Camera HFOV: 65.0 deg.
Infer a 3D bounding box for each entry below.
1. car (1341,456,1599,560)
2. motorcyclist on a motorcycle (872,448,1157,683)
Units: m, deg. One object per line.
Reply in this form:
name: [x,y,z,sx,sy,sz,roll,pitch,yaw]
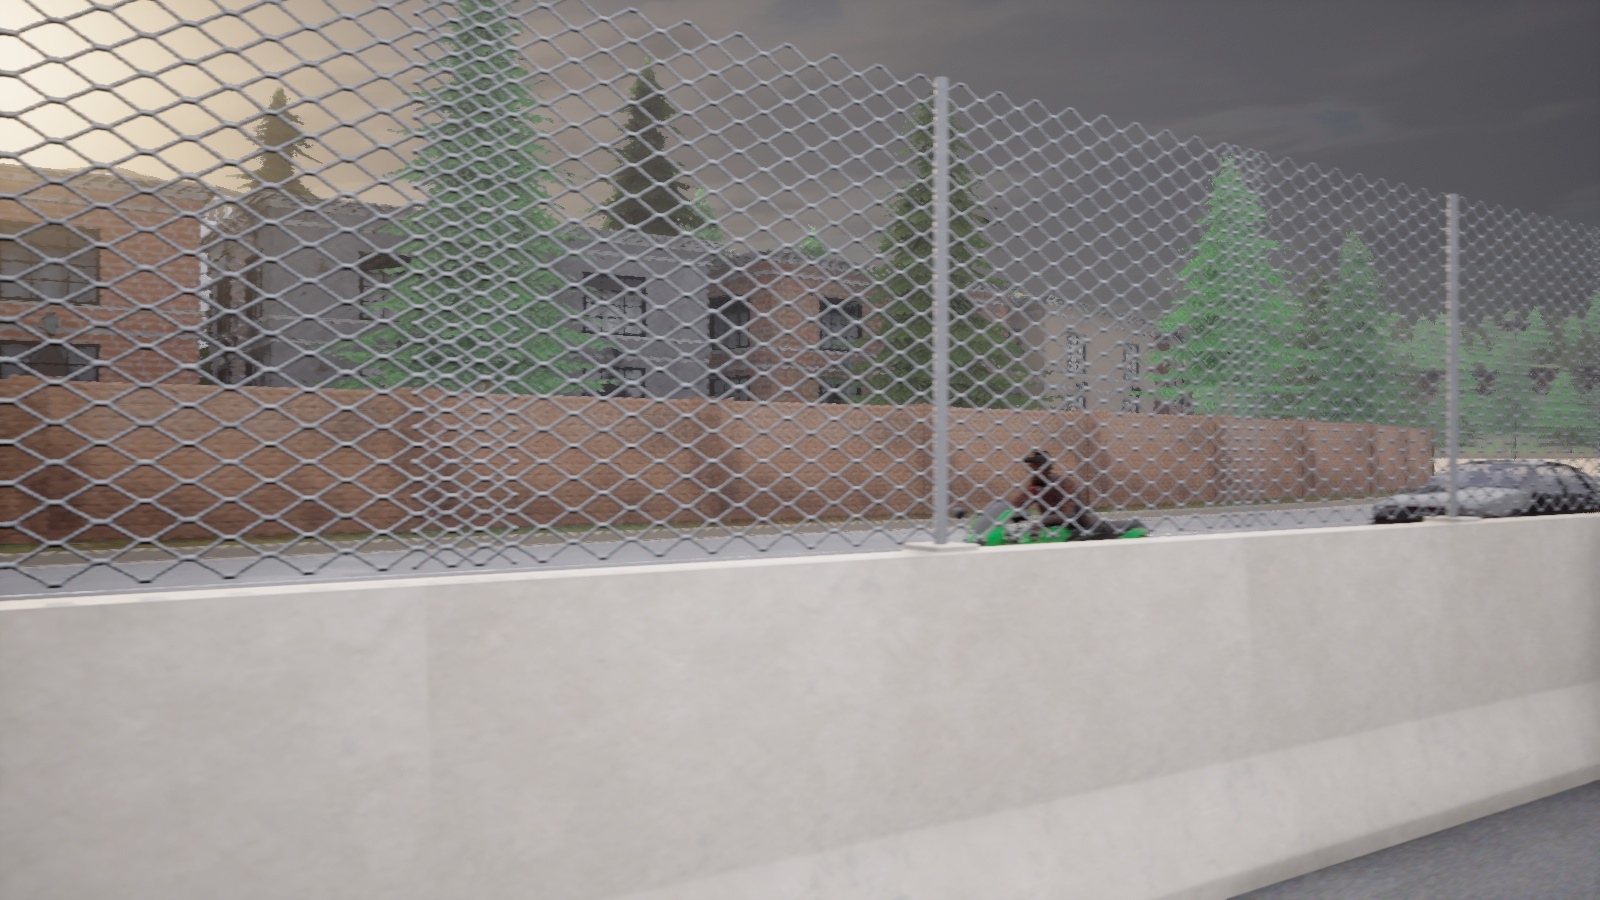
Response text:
car: [10.997,0.817,19.805,5.357,1.411,2.033,0,0,-35]
motorcyclist on a motorcycle: [1.568,0.745,9.025,2.044,1.523,0.797,0,0,-35]
